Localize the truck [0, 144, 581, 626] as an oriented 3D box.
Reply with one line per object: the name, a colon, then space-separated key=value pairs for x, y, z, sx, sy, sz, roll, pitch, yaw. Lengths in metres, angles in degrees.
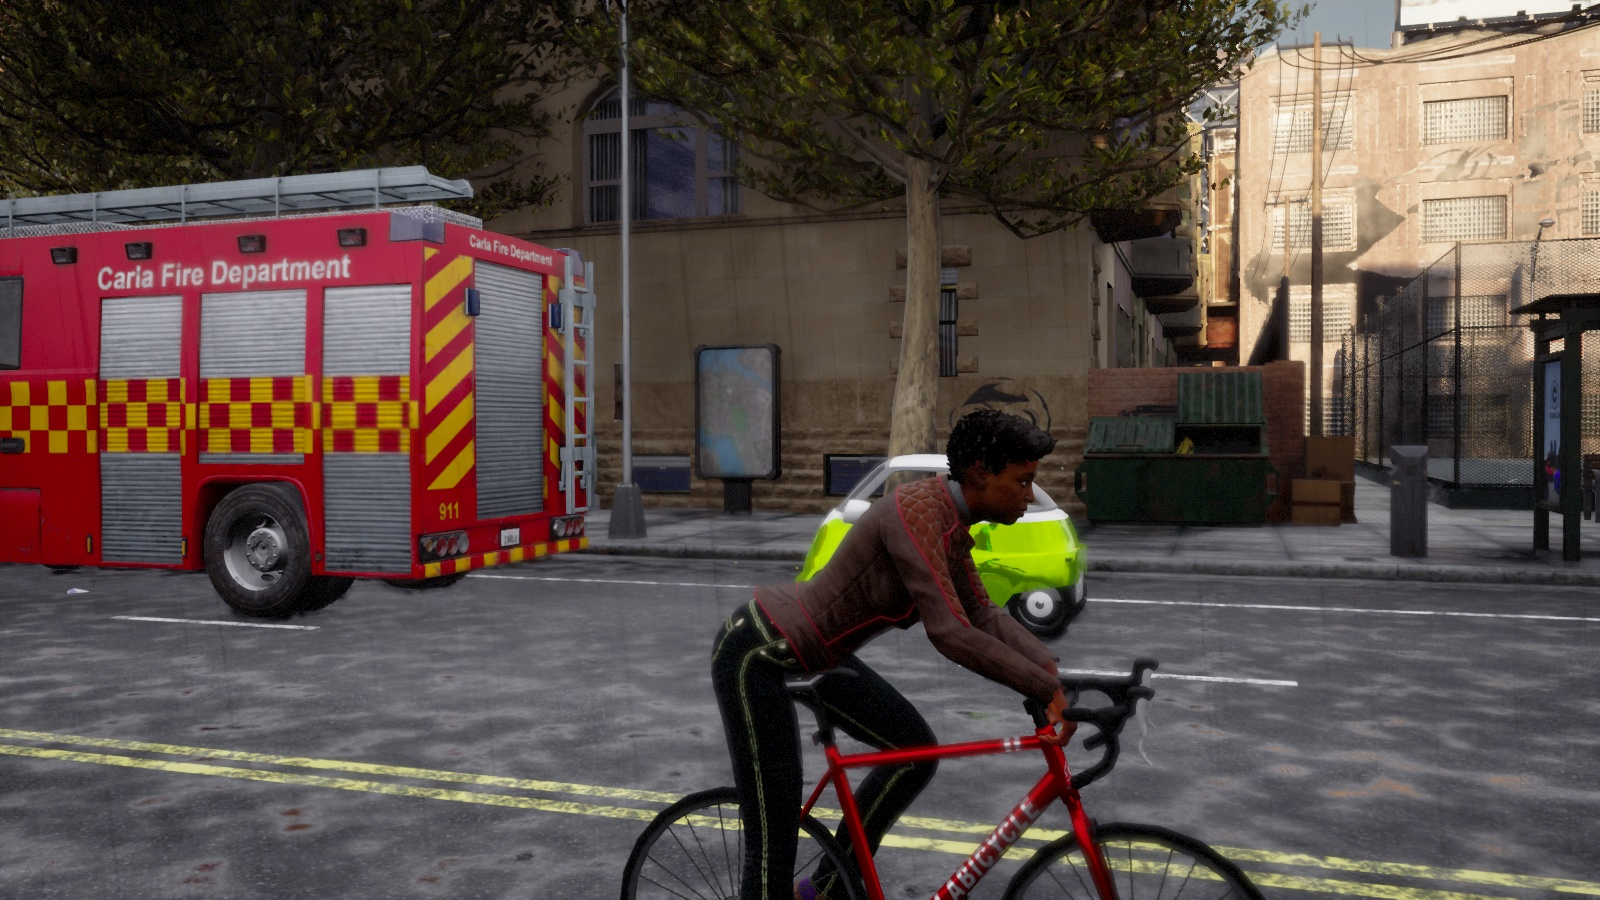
truck: x=-6.695 y=-0.566 z=12.681 sx=8.468 sy=3.827 sz=2.891 roll=1 pitch=1 yaw=19

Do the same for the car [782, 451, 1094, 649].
car: x=1.153 y=0.723 z=10.141 sx=2.207 sy=1.376 sz=1.481 roll=1 pitch=1 yaw=19

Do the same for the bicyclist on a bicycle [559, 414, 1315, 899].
bicyclist on a bicycle: x=0.305 y=0.732 z=3.021 sx=1.656 sy=1.620 sz=0.582 roll=1 pitch=1 yaw=17
